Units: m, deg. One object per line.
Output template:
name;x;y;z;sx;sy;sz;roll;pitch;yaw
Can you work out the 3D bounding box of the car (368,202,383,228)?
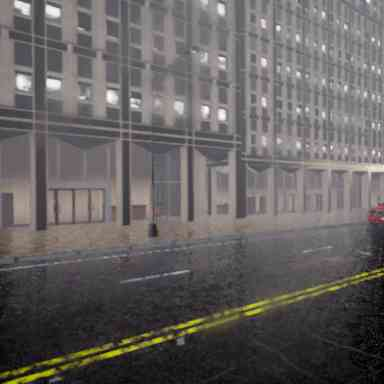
car;13.632;1.242;21.393;5.566;2.045;2.150;0;0;-35
